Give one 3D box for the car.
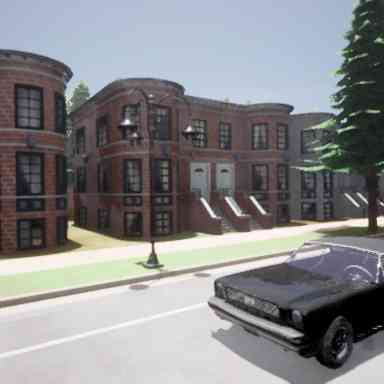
[{"bbox_3d":[2.598,1.523,5.727,4.718,1.301,1.895,-1,1,-34],"label":"car"}]
